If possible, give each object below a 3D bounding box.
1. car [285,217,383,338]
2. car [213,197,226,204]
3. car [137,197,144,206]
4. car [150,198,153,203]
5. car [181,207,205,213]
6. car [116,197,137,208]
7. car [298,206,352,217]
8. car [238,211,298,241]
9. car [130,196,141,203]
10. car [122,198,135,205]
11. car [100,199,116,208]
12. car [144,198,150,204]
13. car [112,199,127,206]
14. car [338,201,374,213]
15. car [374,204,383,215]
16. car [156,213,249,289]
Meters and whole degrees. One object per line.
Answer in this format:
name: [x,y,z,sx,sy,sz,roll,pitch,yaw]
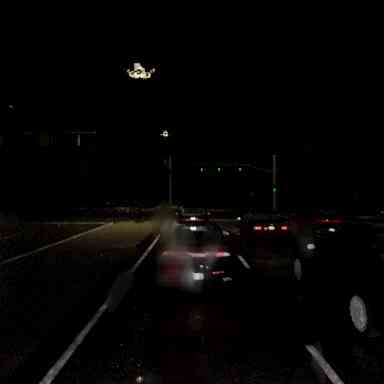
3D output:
car: [3.587,1.535,6.728,1.882,1.535,5.008,0,0,0]
car: [6.858,2.008,78.399,2.097,1.767,4.553,0,0,0]
car: [-11.624,2.071,68.155,1.837,1.490,4.892,0,0,0]
car: [-11.652,2.264,88.831,2.128,1.511,4.902,0,0,0]
car: [0.066,1.675,20.220,1.837,1.490,4.892,0,0,0]
car: [-11.704,2.058,59.332,1.994,1.385,4.181,0,0,1]
car: [7.067,1.667,19.261,1.837,1.490,4.892,0,0,0]
car: [3.570,1.694,17.498,2.033,1.411,5.357,0,0,0]
car: [-15.144,2.097,89.860,2.097,1.767,4.553,0,0,0]
car: [-15.145,2.189,79.692,2.128,1.511,4.902,0,0,0]
car: [-15.164,1.976,59.812,1.882,1.535,5.008,0,0,0]
car: [-11.643,2.178,78.424,1.812,1.442,4.674,0,0,0]
car: [-15.126,2.120,69.589,2.033,1.411,5.357,0,0,0]
car: [21.219,1.904,42.881,5.357,1.411,2.033,0,0,1]
car: [20.956,1.775,32.381,4.892,1.490,1.837,0,0,0]
car: [0.082,1.572,9.408,2.128,1.511,4.902,0,0,0]
